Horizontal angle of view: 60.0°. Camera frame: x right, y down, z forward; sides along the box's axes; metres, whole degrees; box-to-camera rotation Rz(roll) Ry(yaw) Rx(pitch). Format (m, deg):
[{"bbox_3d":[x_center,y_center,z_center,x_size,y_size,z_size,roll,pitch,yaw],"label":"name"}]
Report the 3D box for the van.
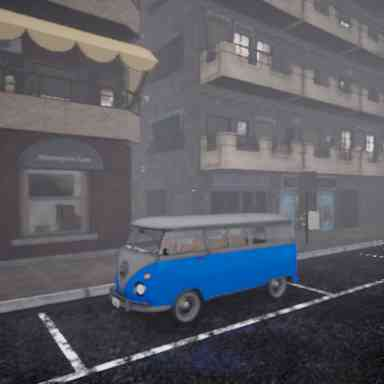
[{"bbox_3d":[0.429,1.362,6.865,3.998,1.788,1.690,0,-1,-35],"label":"van"}]
